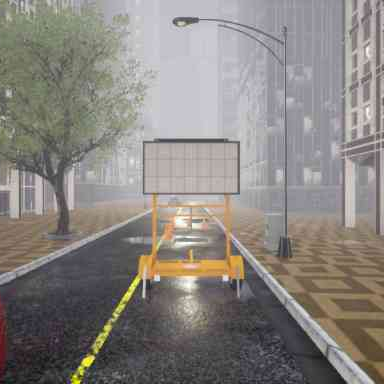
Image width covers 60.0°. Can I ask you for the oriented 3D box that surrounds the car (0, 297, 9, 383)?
[{"bbox_3d":[-2.851,1.477,1.422,1.882,1.535,5.008,0,0,0],"label":"car"}]

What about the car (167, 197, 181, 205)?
[{"bbox_3d":[-2.870,1.576,53.377,1.812,1.442,4.674,0,0,0],"label":"car"}]

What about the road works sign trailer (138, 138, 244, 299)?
[{"bbox_3d":[-0.019,0.464,8.414,2.380,3.560,2.880,0,0,0],"label":"road works sign trailer"}]
